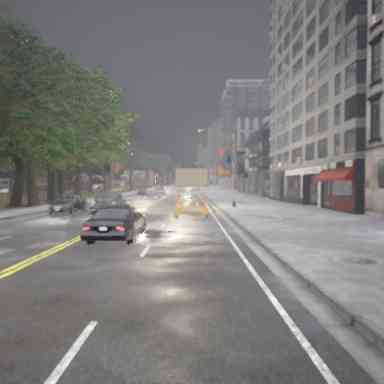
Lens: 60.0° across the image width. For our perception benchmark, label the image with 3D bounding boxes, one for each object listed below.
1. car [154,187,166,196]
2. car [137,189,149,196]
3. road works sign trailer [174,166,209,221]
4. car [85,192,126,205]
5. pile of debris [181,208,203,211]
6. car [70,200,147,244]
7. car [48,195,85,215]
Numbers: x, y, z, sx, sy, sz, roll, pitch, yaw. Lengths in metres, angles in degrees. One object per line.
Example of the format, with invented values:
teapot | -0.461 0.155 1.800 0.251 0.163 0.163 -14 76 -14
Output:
car | -6.518 -0.215 68.675 2.097 1.767 4.553 0 2 0
car | -9.768 0.058 66.456 2.033 1.411 5.357 0 2 0
road works sign trailer | -0.006 0.036 22.891 2.380 3.560 2.880 0 1 0
car | -6.597 0.841 26.634 2.097 1.767 4.553 0 1 0
pile of debris | -0.008 1.583 29.927 1.860 0.140 1.500 0 1 0
car | -3.153 1.304 14.284 2.033 1.411 5.357 0 1 0
car | -9.847 0.980 26.732 2.128 1.511 4.902 0 1 0
